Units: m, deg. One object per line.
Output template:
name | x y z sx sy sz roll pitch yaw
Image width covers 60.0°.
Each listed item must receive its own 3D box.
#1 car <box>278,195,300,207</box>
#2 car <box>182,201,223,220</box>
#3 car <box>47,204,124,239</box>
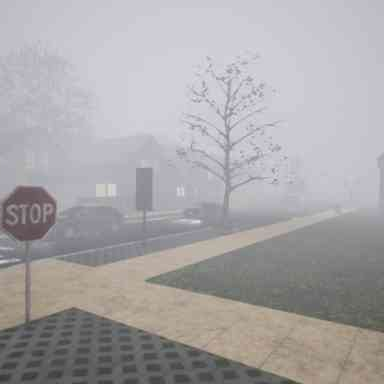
car | 13.211 1.252 45.180 1.837 1.490 4.892 1 0 34
car | 1.005 1.419 27.149 1.994 1.385 4.181 1 1 34
car | -5.670 1.423 17.210 1.837 1.490 4.892 1 1 34
